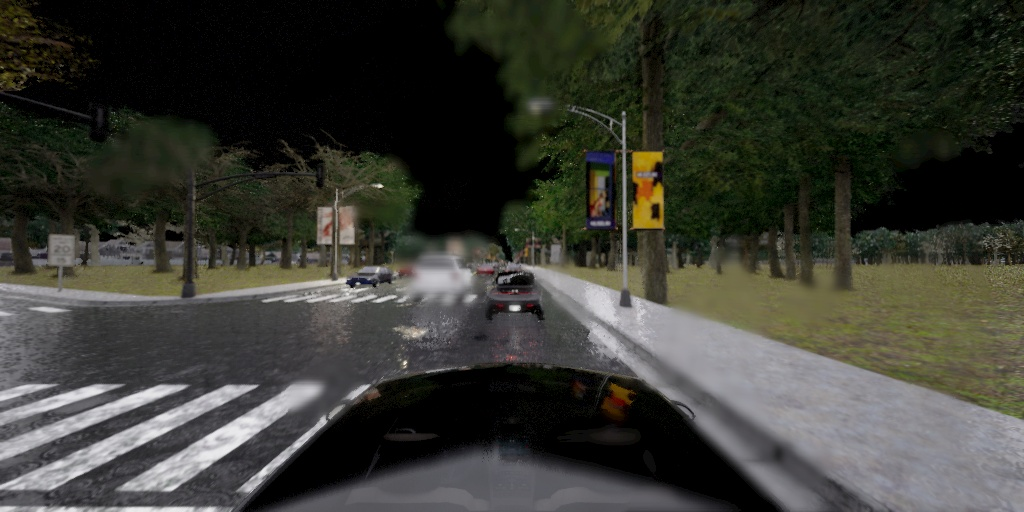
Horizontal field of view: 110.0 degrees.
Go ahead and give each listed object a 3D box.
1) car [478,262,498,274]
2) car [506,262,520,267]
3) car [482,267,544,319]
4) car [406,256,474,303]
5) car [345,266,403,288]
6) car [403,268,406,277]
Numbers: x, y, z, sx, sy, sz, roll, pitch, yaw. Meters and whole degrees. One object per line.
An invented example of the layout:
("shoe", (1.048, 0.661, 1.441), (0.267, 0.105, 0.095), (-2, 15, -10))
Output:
("car", (-3.142, 1.556, 44.519), (1.994, 1.385, 4.181), (0, 0, 0))
("car", (0.106, 1.486, 37.017), (2.033, 1.411, 5.357), (0, 0, 0))
("car", (0.103, 1.297, 13.012), (1.837, 1.490, 4.892), (0, 0, 0))
("car", (-3.146, 1.037, 17.377), (2.150, 2.045, 5.566), (0, 0, 0))
("car", (-9.842, 1.411, 25.579), (2.033, 1.411, 5.357), (0, 0, 0))
("car", (-9.835, 1.532, 35.884), (1.895, 1.301, 4.718), (0, 0, 0))
